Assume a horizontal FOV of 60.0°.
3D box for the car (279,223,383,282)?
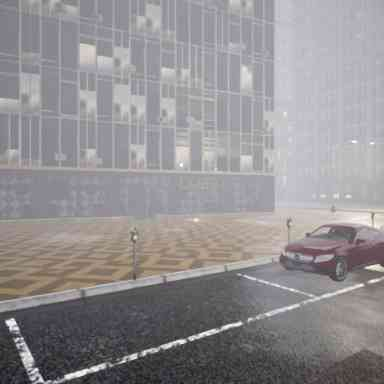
[{"bbox_3d":[4.362,1.578,9.685,4.206,1.307,1.802,0,0,-36],"label":"car"}]
